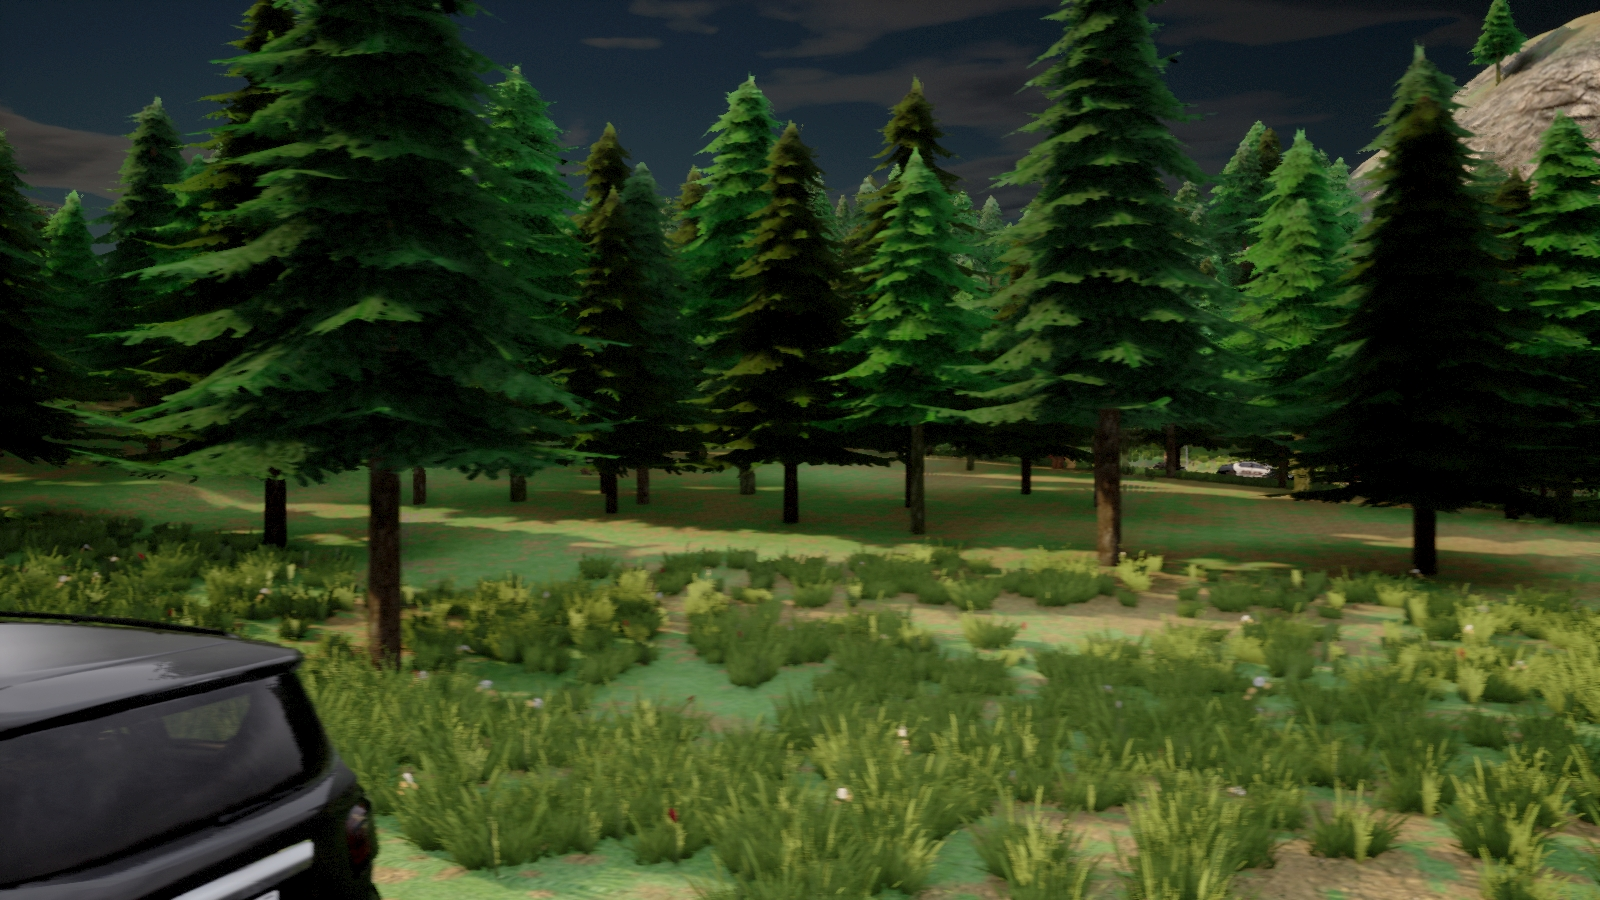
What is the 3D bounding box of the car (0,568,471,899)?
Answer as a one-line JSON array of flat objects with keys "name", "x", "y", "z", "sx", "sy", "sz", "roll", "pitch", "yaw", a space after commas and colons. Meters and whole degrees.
[{"name": "car", "x": -4.418, "y": 1.638, "z": 4.919, "sx": 5.566, "sy": 2.045, "sz": 2.150, "roll": 0, "pitch": 0, "yaw": 20}]
